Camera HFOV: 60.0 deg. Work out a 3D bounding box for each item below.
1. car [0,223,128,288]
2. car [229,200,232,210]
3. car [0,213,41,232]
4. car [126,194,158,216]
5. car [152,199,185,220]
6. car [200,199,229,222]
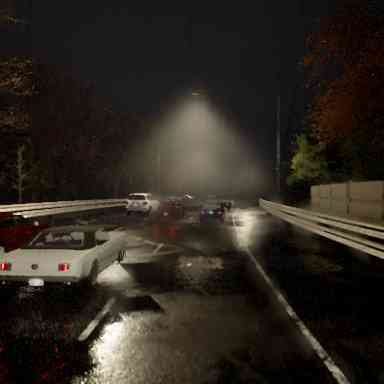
[{"bbox_3d":[-3.148,1.585,9.143,1.895,1.301,4.718,0,0,2],"label":"car"},{"bbox_3d":[4.100,1.571,42.811,1.895,1.301,4.718,0,0,10],"label":"car"},{"bbox_3d":[-6.538,1.451,11.309,1.882,1.535,5.008,0,0,3],"label":"car"},{"bbox_3d":[-4.655,1.164,32.171,2.150,2.045,5.566,0,0,7],"label":"car"},{"bbox_3d":[-1.714,1.489,27.440,1.812,1.442,4.674,0,0,6],"label":"car"},{"bbox_3d":[1.669,1.526,26.305,2.033,1.411,5.357,0,0,6],"label":"car"}]
